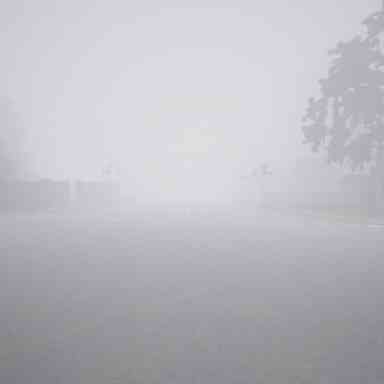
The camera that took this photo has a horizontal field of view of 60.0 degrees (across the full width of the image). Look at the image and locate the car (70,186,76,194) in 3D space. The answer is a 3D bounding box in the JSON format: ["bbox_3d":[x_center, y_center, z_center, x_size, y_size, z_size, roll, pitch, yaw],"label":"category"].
[{"bbox_3d":[-20.301,-0.220,55.676,5.027,1.636,2.152,1,1,-1],"label":"car"}]
